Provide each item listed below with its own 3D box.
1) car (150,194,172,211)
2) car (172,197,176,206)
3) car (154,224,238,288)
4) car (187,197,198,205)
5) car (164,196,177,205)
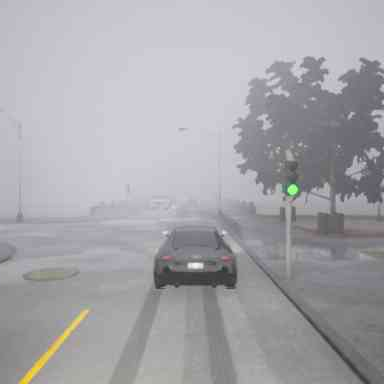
[{"bbox_3d":[-4.125,1.316,43.368,2.150,2.045,5.566,0,0,0],"label":"car"},{"bbox_3d":[-4.093,1.664,53.620,2.033,1.411,5.357,0,0,0],"label":"car"},{"bbox_3d":[0.083,1.585,9.286,1.994,1.385,4.181,0,0,0],"label":"car"},{"bbox_3d":[0.064,1.613,62.106,1.882,1.535,5.008,0,0,0],"label":"car"},{"bbox_3d":[-4.036,1.630,63.862,2.128,1.511,4.902,0,0,0],"label":"car"}]
